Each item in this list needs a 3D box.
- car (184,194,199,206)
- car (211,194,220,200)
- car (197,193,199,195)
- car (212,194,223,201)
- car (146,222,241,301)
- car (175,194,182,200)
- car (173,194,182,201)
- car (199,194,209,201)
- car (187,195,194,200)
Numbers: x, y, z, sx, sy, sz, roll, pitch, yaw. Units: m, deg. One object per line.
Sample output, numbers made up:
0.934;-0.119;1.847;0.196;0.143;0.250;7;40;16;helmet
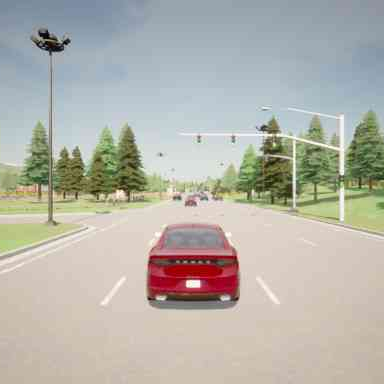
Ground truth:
-0.194;1.525;52.979;1.812;1.442;4.674;0;0;0;car
6.654;1.372;94.038;2.033;1.411;5.357;0;0;0;car
3.154;1.357;94.025;2.128;1.511;4.902;0;0;0;car
6.693;1.516;83.618;2.128;1.511;4.902;0;0;0;car
0.032;1.478;8.377;1.882;1.535;5.008;0;0;0;car
-3.846;1.310;93.999;1.882;1.535;5.008;0;0;0;car
-3.807;1.469;83.579;1.882;1.535;5.008;0;0;0;car
3.191;1.516;84.022;1.812;1.442;4.674;0;0;0;car
-0.346;1.427;94.042;1.895;1.301;4.718;0;0;0;car
